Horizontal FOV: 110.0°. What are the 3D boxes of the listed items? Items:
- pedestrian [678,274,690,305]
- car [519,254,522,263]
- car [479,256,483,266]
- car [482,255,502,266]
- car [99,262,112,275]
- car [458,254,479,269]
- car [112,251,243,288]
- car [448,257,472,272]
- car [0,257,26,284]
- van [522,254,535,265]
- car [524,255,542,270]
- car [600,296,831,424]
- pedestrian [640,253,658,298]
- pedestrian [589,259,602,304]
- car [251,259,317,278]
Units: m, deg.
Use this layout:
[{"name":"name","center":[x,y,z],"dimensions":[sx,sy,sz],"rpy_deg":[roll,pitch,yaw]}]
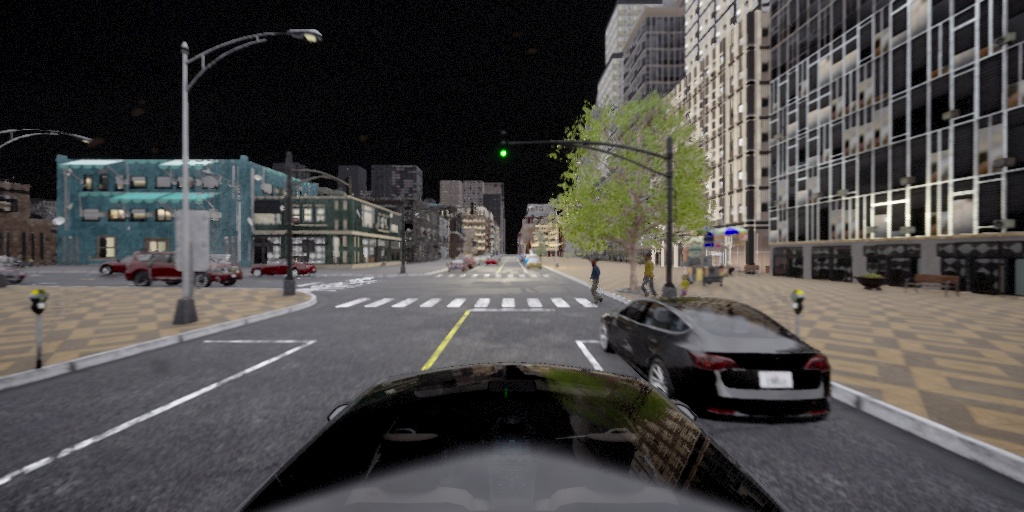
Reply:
[{"name":"pedestrian","center":[6.159,1.169,12.708],"dimensions":[0.500,1.100,0.500],"rpy_deg":[0,0,0]},{"name":"car","center":[2.697,0.757,60.427],"dimensions":[2.007,1.370,4.403],"rpy_deg":[0,0,0]},{"name":"car","center":[-5.683,0.809,54.875],"dimensions":[2.007,1.370,4.403],"rpy_deg":[0,0,0]},{"name":"car","center":[-3.031,0.861,54.687],"dimensions":[1.895,1.301,4.718],"rpy_deg":[0,1,1]},{"name":"car","center":[-28.366,0.643,27.058],"dimensions":[4.097,1.591,1.967],"rpy_deg":[0,0,-1]},{"name":"car","center":[-5.685,0.675,43.773],"dimensions":[2.192,1.841,5.009],"rpy_deg":[0,0,0]},{"name":"car","center":[-17.156,0.691,18.834],"dimensions":[5.009,1.841,2.192],"rpy_deg":[0,0,-1]},{"name":"car","center":[-5.685,0.994,38.222],"dimensions":[1.802,1.307,4.207],"rpy_deg":[0,0,0]},{"name":"car","center":[-28.248,0.822,18.679],"dimensions":[4.207,1.307,1.802],"rpy_deg":[0,0,-1]},{"name":"van","center":[2.697,0.650,49.326],"dimensions":[1.690,1.789,3.998],"rpy_deg":[0,0,0]},{"name":"car","center":[2.696,0.886,43.945],"dimensions":[1.751,1.417,4.829],"rpy_deg":[0,0,0]},{"name":"car","center":[2.692,1.278,5.747],"dimensions":[1.948,1.339,4.313],"rpy_deg":[0,0,0]},{"name":"pedestrian","center":[5.098,0.783,13.419],"dimensions":[0.375,1.860,0.375],"rpy_deg":[0,0,0]},{"name":"pedestrian","center":[3.221,0.931,13.909],"dimensions":[0.375,1.860,0.375],"rpy_deg":[0,0,0]},{"name":"car","center":[-17.273,0.884,27.214],"dimensions":[4.507,1.381,1.888],"rpy_deg":[0,0,-1]}]
